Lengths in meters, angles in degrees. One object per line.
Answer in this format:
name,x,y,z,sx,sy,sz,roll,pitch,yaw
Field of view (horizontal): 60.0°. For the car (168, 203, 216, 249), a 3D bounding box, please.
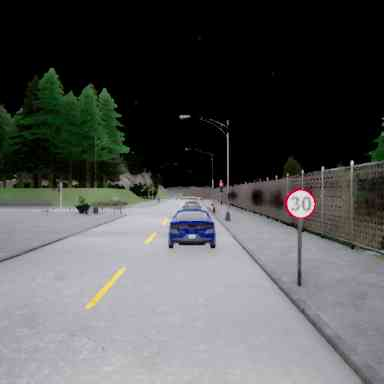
car,0.000,1.482,14.650,1.882,1.535,5.008,0,0,0
